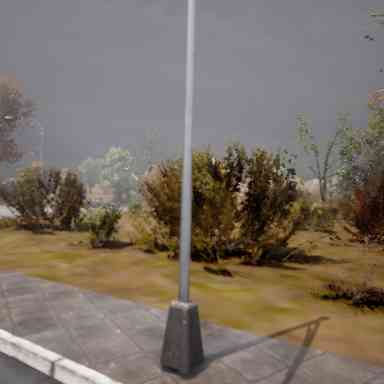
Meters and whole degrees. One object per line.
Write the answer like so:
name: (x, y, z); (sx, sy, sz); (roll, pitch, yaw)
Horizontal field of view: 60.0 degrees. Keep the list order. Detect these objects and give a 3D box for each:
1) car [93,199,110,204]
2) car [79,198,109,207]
car: (-14.509, 1.786, 51.538); (1.812, 1.442, 4.674); (2, -2, 19)
car: (-16.540, 1.869, 56.341); (2.033, 1.411, 5.357); (2, -2, 19)
